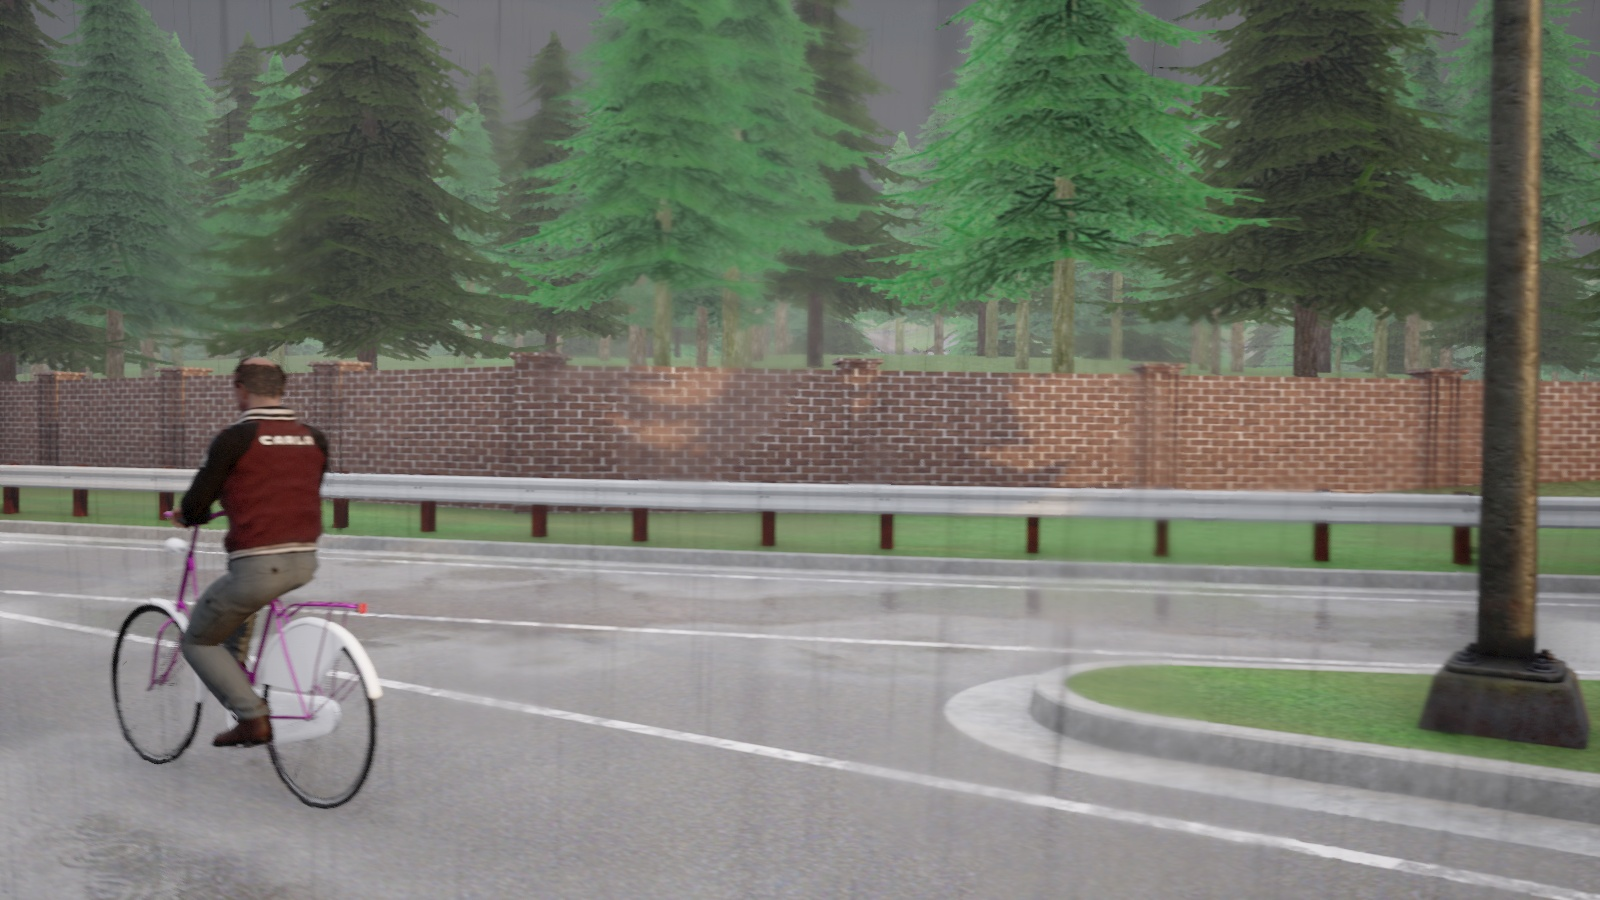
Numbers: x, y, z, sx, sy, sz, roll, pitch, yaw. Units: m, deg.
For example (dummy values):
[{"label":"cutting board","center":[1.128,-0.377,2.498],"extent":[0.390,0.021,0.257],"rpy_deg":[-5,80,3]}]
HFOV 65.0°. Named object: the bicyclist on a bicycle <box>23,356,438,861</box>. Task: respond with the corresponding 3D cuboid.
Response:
[{"label":"bicyclist on a bicycle","center":[-2.392,0.553,5.195],"extent":[1.843,1.776,0.659],"rpy_deg":[0,1,33]}]
